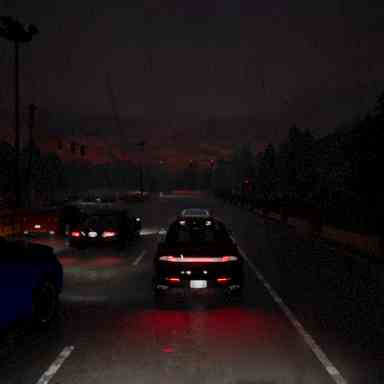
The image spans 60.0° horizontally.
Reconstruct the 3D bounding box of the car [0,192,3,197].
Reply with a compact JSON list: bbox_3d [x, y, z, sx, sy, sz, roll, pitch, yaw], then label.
[{"bbox_3d":[-20.929,0.982,32.970,2.150,2.045,5.566,0,0,0],"label":"car"}]

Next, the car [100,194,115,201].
[{"bbox_3d":[-17.136,1.057,67.385,1.994,1.385,4.181,0,0,0],"label":"car"}]

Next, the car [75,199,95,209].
[{"bbox_3d":[-6.843,1.358,17.192,1.882,1.535,5.008,0,0,0],"label":"car"}]

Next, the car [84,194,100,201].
[{"bbox_3d":[-20.629,1.086,68.583,1.895,1.301,4.718,0,0,0],"label":"car"}]

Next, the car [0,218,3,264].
[{"bbox_3d":[-6.881,1.512,8.207,1.994,1.385,4.181,0,0,1],"label":"car"}]

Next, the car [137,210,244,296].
[{"bbox_3d":[0.127,1.438,8.462,2.128,1.511,4.902,0,0,0],"label":"car"}]

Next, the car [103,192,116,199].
[{"bbox_3d":[-20.544,0.858,83.123,1.882,1.535,5.008,0,0,0],"label":"car"}]

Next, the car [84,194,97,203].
[{"bbox_3d":[-17.270,1.139,57.409,1.994,1.385,4.181,0,0,1],"label":"car"}]

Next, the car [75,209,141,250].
[{"bbox_3d":[-3.348,1.453,13.779,2.033,1.411,5.357,0,0,0],"label":"car"}]

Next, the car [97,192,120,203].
[{"bbox_3d":[-13.791,1.116,55.442,1.812,1.442,4.674,0,0,1],"label":"car"}]

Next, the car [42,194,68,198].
[{"bbox_3d":[-13.946,1.263,31.463,2.128,1.511,4.902,0,0,0],"label":"car"}]

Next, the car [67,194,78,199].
[{"bbox_3d":[-20.777,1.066,55.705,1.882,1.535,5.008,0,0,2],"label":"car"}]

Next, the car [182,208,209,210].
[{"bbox_3d":[0.174,1.476,17.792,1.895,1.301,4.718,0,0,0],"label":"car"}]

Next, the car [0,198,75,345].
[{"bbox_3d":[-3.387,1.204,3.606,2.150,2.045,5.566,0,0,0],"label":"car"}]

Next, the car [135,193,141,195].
[{"bbox_3d":[-13.551,0.913,81.946,1.812,1.442,4.674,0,0,0],"label":"car"}]

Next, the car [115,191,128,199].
[{"bbox_3d":[-17.057,0.753,80.851,2.097,1.767,4.553,0,0,0],"label":"car"}]

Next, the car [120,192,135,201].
[{"bbox_3d":[-13.631,1.019,68.212,1.812,1.442,4.674,0,0,0],"label":"car"}]
